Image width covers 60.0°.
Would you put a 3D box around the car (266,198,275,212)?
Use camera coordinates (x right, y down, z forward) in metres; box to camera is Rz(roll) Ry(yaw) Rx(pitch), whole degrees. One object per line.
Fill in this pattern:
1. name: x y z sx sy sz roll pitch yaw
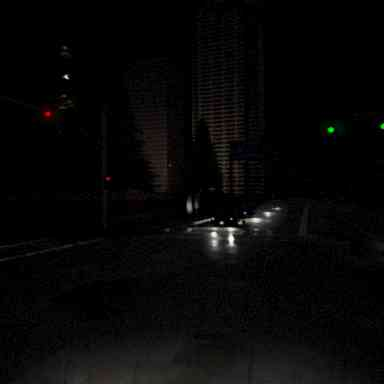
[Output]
1. car: 9.705 1.884 44.905 1.837 1.490 4.892 -1 -1 20

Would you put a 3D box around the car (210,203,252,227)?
1. car: 2.954 1.795 25.717 2.033 1.411 5.357 -1 -1 19

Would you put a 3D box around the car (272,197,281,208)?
1. car: 14.488 2.019 58.323 2.033 1.411 5.357 -1 -1 20

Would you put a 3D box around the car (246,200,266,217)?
1. car: 6.222 1.789 35.011 1.882 1.535 5.008 -1 0 19
